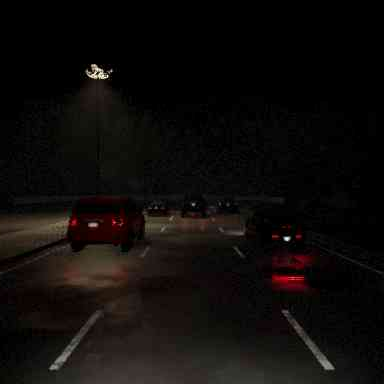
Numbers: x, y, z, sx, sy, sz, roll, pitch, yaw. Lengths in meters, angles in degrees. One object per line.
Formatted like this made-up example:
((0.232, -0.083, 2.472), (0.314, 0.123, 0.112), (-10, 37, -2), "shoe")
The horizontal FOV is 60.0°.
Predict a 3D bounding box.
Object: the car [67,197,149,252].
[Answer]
((-3.400, 1.221, 14.121), (2.150, 2.045, 5.566), (0, 0, 0), "car")

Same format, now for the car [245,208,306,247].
((3.601, 1.505, 15.013), (1.837, 1.490, 4.892), (0, 0, 0), "car")

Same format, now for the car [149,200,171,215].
((-3.289, 1.547, 33.945), (2.033, 1.411, 5.357), (0, 0, 2), "car")

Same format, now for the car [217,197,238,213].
((3.873, 1.352, 36.811), (2.097, 1.767, 4.553), (0, 0, 3), "car")

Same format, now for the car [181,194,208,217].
((0.155, 1.218, 31.624), (2.150, 2.045, 5.566), (0, 0, 1), "car")

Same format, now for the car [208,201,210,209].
((1.122, 1.491, 42.404), (2.128, 1.511, 4.902), (0, 0, 11), "car")
